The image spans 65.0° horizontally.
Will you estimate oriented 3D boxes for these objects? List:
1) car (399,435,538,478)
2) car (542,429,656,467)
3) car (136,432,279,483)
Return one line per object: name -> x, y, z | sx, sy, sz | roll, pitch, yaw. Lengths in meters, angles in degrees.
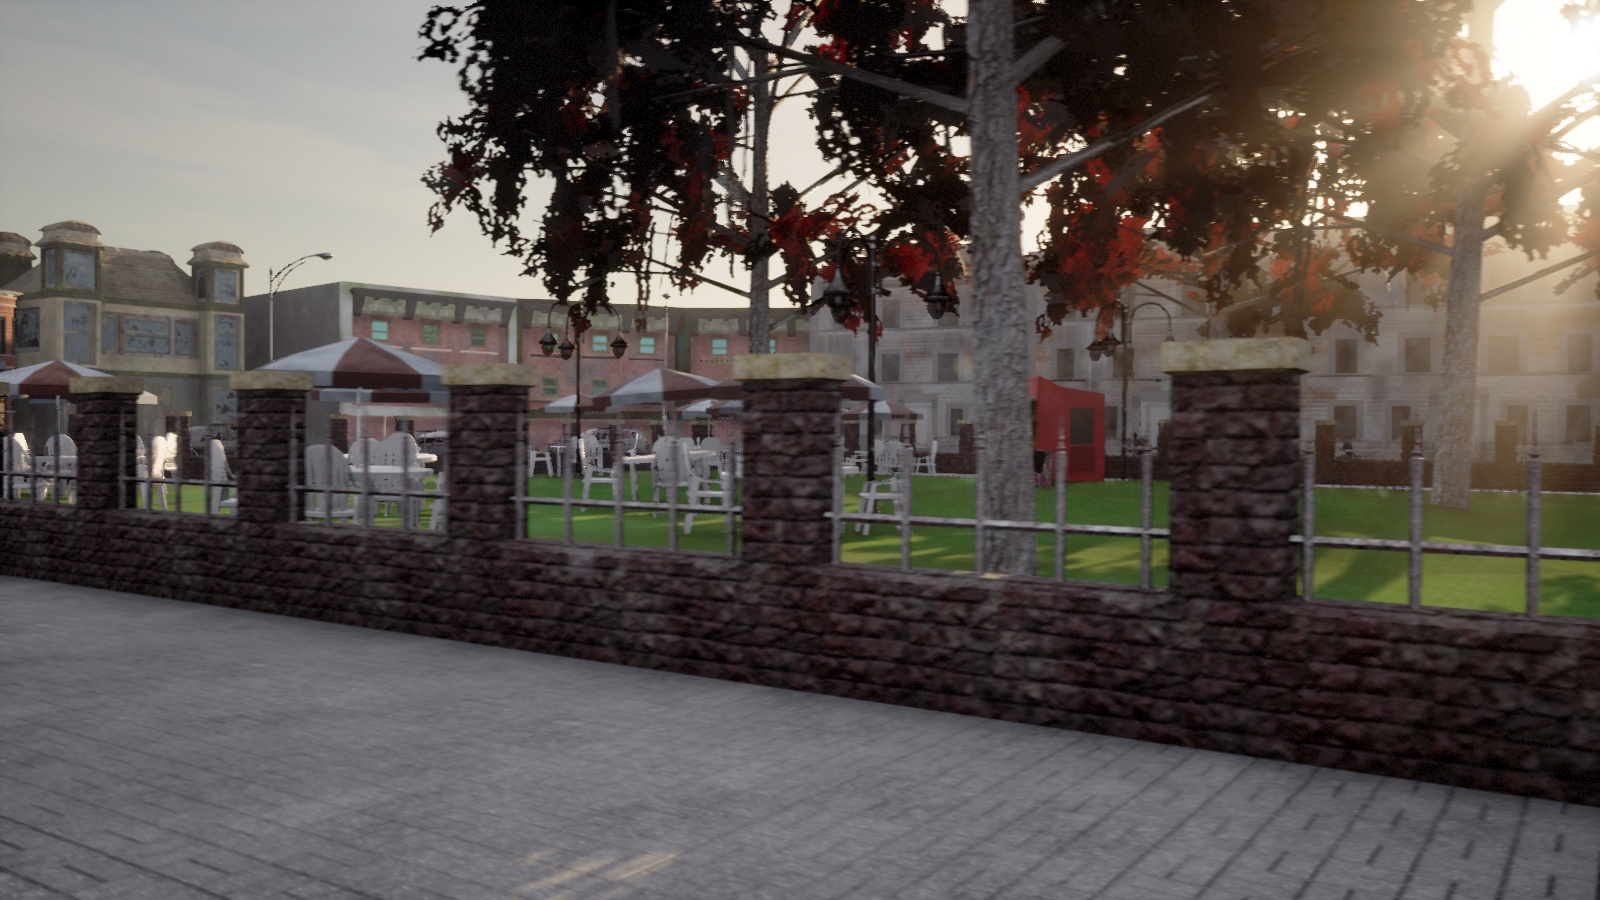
car -> -12.324, 0.201, 47.032 | 2.163, 1.488, 4.792 | 0, 1, 34
car -> -9.137, -0.118, 57.050 | 4.611, 1.667, 2.242 | -1, 1, -27
car -> -20.044, 0.229, 42.635 | 1.851, 1.617, 3.988 | 0, 1, 34
